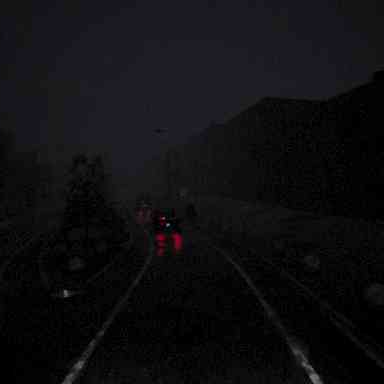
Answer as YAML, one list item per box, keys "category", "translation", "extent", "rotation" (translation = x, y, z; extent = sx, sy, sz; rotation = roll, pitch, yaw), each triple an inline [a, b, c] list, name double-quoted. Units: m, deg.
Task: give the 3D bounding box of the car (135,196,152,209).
- category: "car"
  translation: [-6.161, 1.305, 42.239]
  extent: [2.128, 1.511, 4.902]
  rotation: [0, 2, -13]

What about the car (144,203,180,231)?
- category: "car"
  translation: [-2.108, 1.911, 24.748]
  extent: [2.128, 1.511, 4.902]
  rotation: [0, 2, -12]
